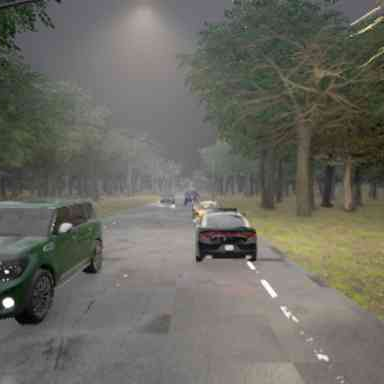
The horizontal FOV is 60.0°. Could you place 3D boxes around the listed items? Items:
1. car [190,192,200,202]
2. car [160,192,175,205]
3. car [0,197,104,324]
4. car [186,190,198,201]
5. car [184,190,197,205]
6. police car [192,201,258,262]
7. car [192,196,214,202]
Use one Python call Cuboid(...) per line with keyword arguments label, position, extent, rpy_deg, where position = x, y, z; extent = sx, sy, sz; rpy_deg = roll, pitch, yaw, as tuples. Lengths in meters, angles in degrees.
Cuboid(label="car", position=(1.049, 1.150, 27.840), extent=(2.097, 1.767, 4.553), rpy_deg=(0, 0, 0))
Cuboid(label="car", position=(-3.580, 0.948, 49.177), extent=(2.097, 1.767, 4.553), rpy_deg=(0, 1, 0))
Cuboid(label="car", position=(-3.599, 1.174, 7.402), extent=(2.150, 2.045, 5.566), rpy_deg=(0, 0, 0))
Cuboid(label="car", position=(-0.002, 0.639, 66.869), extent=(2.150, 2.045, 5.566), rpy_deg=(0, 1, 0))
Cuboid(label="car", position=(0.002, 0.829, 47.963), extent=(2.150, 2.045, 5.566), rpy_deg=(0, 0, 0))
Cuboid(label="police car", position=(1.050, 1.346, 11.977), extent=(1.930, 1.638, 5.238), rpy_deg=(0, 0, 0))
Cuboid(label="car", position=(1.050, 1.302, 22.059), extent=(1.801, 1.575, 5.366), rpy_deg=(0, 0, 0))
